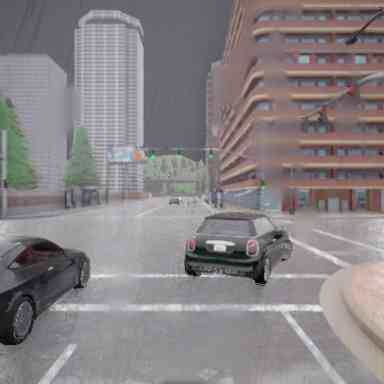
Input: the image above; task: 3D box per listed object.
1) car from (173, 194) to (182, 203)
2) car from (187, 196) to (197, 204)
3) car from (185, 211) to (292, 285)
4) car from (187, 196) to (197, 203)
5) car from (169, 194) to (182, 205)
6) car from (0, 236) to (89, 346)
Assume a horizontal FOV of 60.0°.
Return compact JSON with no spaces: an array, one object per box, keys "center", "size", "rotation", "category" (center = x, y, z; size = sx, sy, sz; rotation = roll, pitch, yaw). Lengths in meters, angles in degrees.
[{"center":[-3.516,1.495,80.702],"size":[2.150,2.045,5.566],"rotation":[0,0,-2],"category":"car"},{"center":[-0.012,1.756,70.872],"size":[1.812,1.442,4.674],"rotation":[0,0,0],"category":"car"},{"center":[1.574,1.377,9.991],"size":[2.097,1.767,4.553],"rotation":[0,0,25],"category":"car"},{"center":[-0.013,1.774,79.871],"size":[2.128,1.511,4.902],"rotation":[0,0,0],"category":"car"},{"center":[-3.411,1.711,65.257],"size":[2.128,1.511,4.902],"rotation":[0,0,0],"category":"car"},{"center":[-3.407,1.547,6.240],"size":[1.812,1.442,4.674],"rotation":[0,0,0],"category":"car"}]
